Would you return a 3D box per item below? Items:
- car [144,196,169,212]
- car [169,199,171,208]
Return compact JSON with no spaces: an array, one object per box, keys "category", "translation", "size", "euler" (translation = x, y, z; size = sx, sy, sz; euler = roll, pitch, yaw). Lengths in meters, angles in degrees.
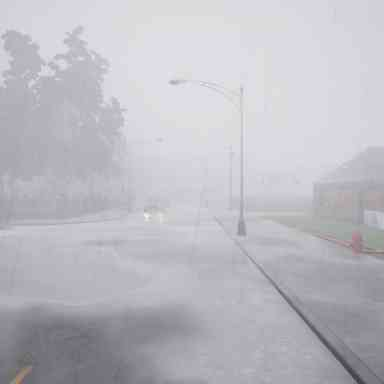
[{"category":"car","translation":[-4.183,1.352,37.909],"size":[2.097,1.767,4.553],"euler":[0,0,0]},{"category":"car","translation":[-4.185,1.352,48.161],"size":[2.097,1.767,4.553],"euler":[0,0,0]}]
